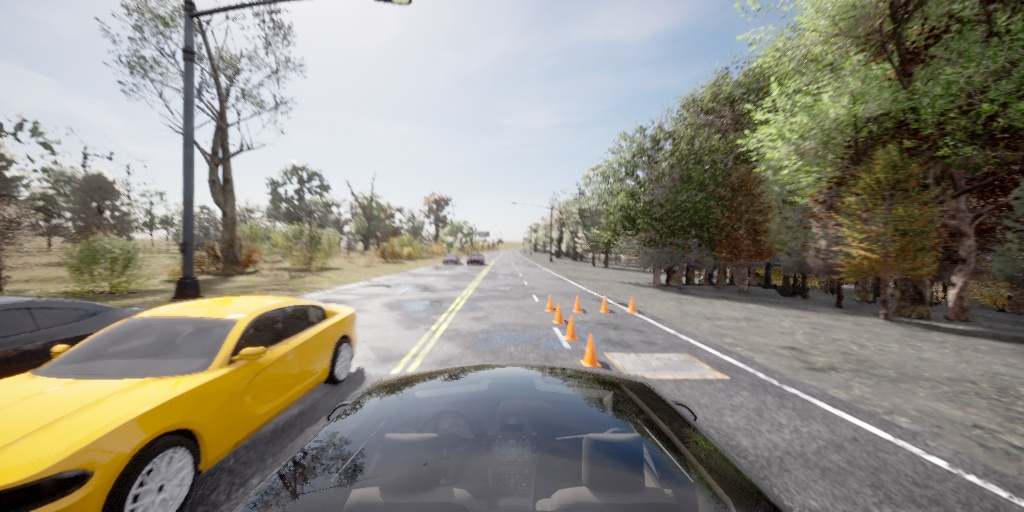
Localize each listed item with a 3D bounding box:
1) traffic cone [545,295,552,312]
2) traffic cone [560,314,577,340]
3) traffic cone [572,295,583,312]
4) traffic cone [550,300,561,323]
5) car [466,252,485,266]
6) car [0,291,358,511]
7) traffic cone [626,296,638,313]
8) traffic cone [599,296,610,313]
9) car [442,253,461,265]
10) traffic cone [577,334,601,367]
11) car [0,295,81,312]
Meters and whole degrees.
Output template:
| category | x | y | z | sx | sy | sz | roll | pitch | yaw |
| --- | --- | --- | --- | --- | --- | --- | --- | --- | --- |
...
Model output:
| category | x | y | z | sx | sy | sz | roll | pitch | yaw |
| --- | --- | --- | --- | --- | --- | --- | --- | --- | --- |
| traffic cone | 1.370 | 1.696 | 13.010 | 0.340 | 0.580 | 0.340 | 0 | 0 | -2 |
| traffic cone | 1.480 | 1.777 | 9.012 | 0.340 | 0.580 | 0.340 | 0 | 0 | -2 |
| traffic cone | 2.370 | 1.717 | 13.038 | 0.340 | 0.580 | 0.340 | 0 | 0 | -2 |
| traffic cone | 1.425 | 1.736 | 11.011 | 0.340 | 0.580 | 0.340 | 0 | 0 | -2 |
| car | -4.506 | 0.320 | 45.120 | 2.097 | 1.767 | 4.553 | 1 | 1 | -1 |
| car | -3.586 | 1.283 | 4.280 | 1.882 | 1.535 | 5.008 | 1 | 1 | -2 |
| traffic cone | 4.369 | 1.758 | 13.093 | 0.340 | 0.580 | 0.340 | 0 | 0 | -2 |
| traffic cone | 3.369 | 1.737 | 13.065 | 0.340 | 0.580 | 0.340 | 0 | 0 | -2 |
| car | -7.769 | 0.399 | 46.337 | 1.812 | 1.442 | 4.674 | 1 | 1 | -1 |
| traffic cone | 1.534 | 1.816 | 7.014 | 0.340 | 0.580 | 0.340 | 0 | 0 | -2 |
| car | -6.842 | 1.265 | 4.186 | 1.812 | 1.442 | 4.674 | 1 | 1 | -1 |
